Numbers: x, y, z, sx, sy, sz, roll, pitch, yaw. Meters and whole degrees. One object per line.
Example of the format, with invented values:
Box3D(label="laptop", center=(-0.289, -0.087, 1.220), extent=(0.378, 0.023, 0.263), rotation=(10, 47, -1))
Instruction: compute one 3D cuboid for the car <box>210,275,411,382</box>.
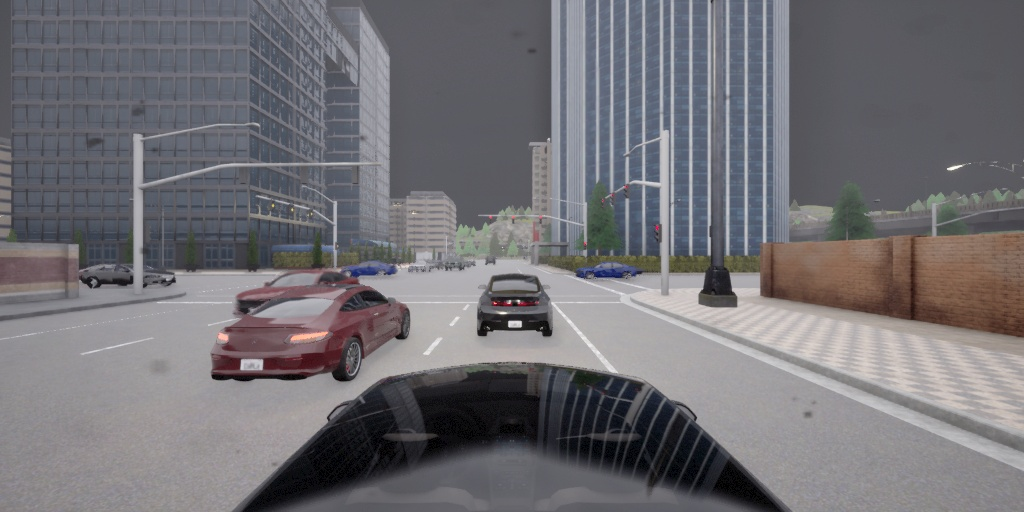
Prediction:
Box3D(label="car", center=(-3.435, 1.276, 7.050), extent=(1.812, 1.442, 4.674), rotation=(0, 0, 0))

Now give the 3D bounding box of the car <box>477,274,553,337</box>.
Box3D(label="car", center=(0.069, 1.255, 10.314), extent=(1.837, 1.490, 4.892), rotation=(0, 0, 0))

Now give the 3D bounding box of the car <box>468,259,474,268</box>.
Box3D(label="car", center=(-8.010, 1.314, 60.001), extent=(1.994, 1.385, 4.181), rotation=(0, 0, 0))

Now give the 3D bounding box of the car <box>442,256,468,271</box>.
Box3D(label="car", center=(-7.872, 0.971, 50.049), extent=(2.150, 2.045, 5.566), rotation=(0, 0, -1))

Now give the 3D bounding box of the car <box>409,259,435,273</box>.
Box3D(label="car", center=(-11.364, 1.276, 44.595), extent=(1.812, 1.442, 4.674), rotation=(0, 0, 1))

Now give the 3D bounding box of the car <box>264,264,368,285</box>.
Box3D(label="car", center=(-7.104, 1.227, 12.429), extent=(1.882, 1.535, 5.008), rotation=(0, 0, 1))

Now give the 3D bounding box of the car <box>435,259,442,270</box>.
Box3D(label="car", center=(-11.433, 1.241, 53.544), extent=(2.128, 1.511, 4.902), rotation=(0, 0, -1))

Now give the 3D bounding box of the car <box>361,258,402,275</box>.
Box3D(label="car", center=(-13.353, 1.227, 33.586), extent=(5.008, 1.535, 1.882), rotation=(0, 0, 0))

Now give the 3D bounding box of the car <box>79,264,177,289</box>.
Box3D(label="car", center=(-24.218, 1.241, 22.766), extent=(4.902, 1.511, 2.128), rotation=(0, 0, 0))

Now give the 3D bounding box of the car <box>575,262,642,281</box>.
Box3D(label="car", center=(7.821, 1.227, 29.972), extent=(5.008, 1.535, 1.882), rotation=(0, 0, -5))
